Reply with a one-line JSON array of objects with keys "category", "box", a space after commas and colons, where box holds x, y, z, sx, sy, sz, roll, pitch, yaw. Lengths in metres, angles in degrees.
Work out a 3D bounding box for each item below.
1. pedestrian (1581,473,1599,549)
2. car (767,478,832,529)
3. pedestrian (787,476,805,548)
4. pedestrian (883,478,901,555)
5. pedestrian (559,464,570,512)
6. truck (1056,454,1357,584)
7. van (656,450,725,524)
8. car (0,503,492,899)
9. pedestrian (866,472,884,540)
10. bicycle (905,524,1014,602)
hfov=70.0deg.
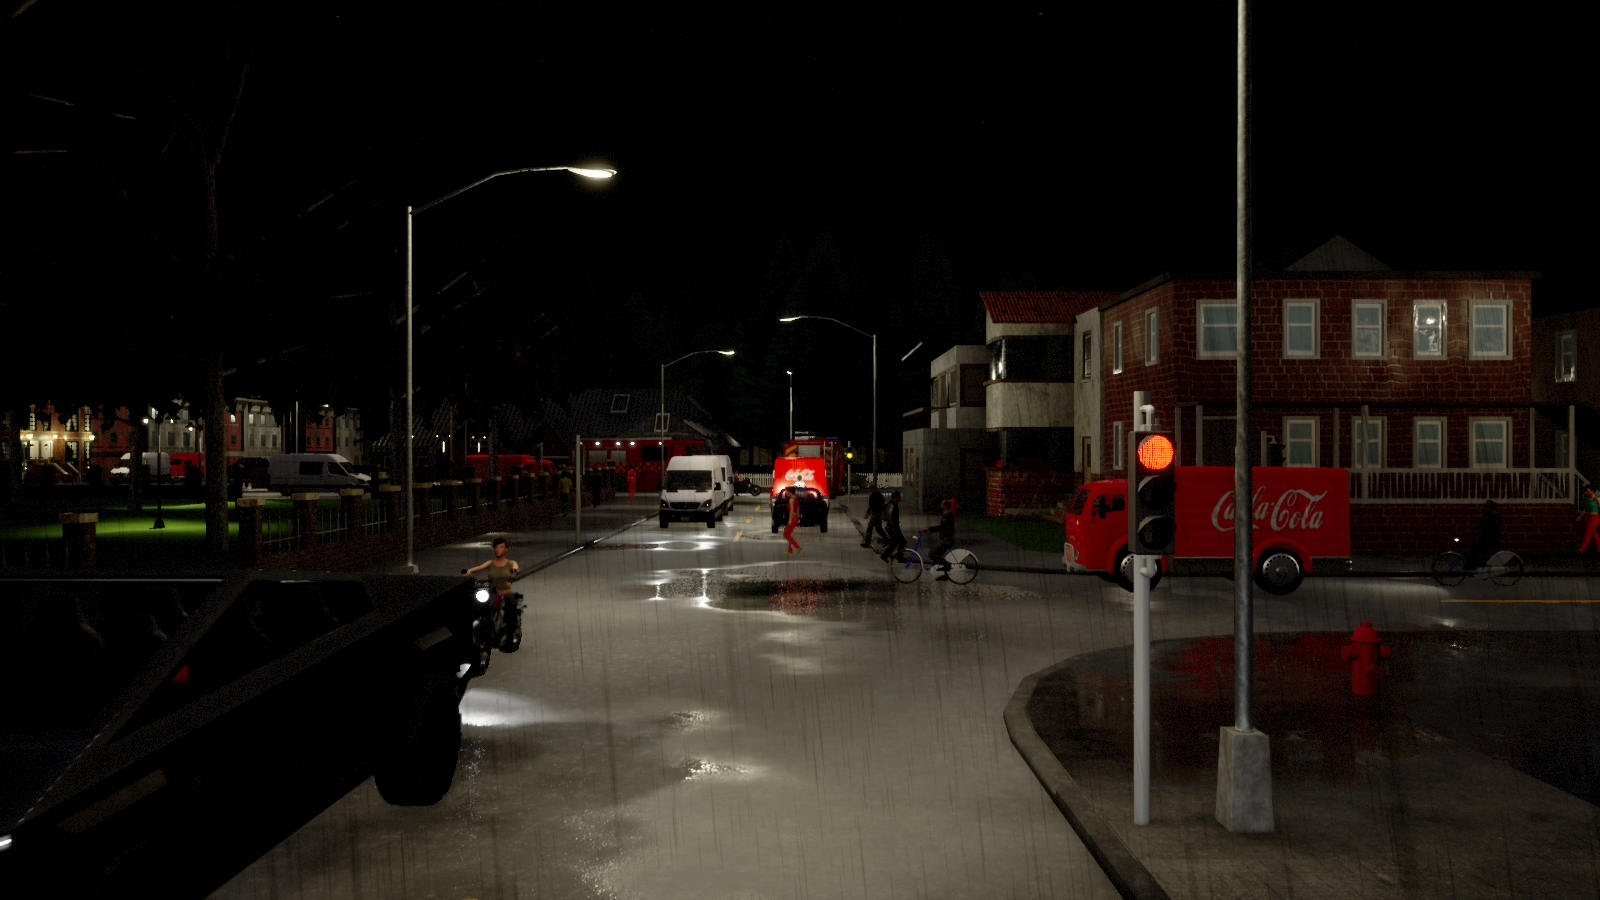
[{"category": "pedestrian", "box": [19.679, 1.512, 28.321, 0.375, 1.860, 0.375, 0, 0, 2]}, {"category": "car", "box": [-0.015, 1.797, 39.830, 2.097, 1.535, 5.006, 0, 0, 0]}, {"category": "pedestrian", "box": [-0.112, 1.616, 29.878, 0.375, 1.860, 0.375, 0, 0, 16]}, {"category": "pedestrian", "box": [2.234, 1.617, 27.807, 0.375, 1.860, 0.375, 0, 0, -6]}, {"category": "pedestrian", "box": [-9.359, 1.506, 45.438, 0.375, 1.860, 0.375, 0, 0, 0]}, {"category": "truck", "box": [8.063, 1.336, 23.184, 5.204, 2.467, 2.627, 0, 0, 2]}, {"category": "van", "box": [-4.007, 1.296, 42.666, 1.988, 2.561, 5.915, 0, 0, 0]}, {"category": "car", "box": [-4.021, 1.530, 7.190, 2.390, 2.098, 6.274, 0, 0, 1]}, {"category": "pedestrian", "box": [2.040, 1.526, 31.256, 0.375, 1.860, 0.375, 0, 0, -18]}, {"category": "bicycle", "box": [2.741, 1.931, 19.657, 1.835, 1.271, 0.329, 0, 0, 12]}]
